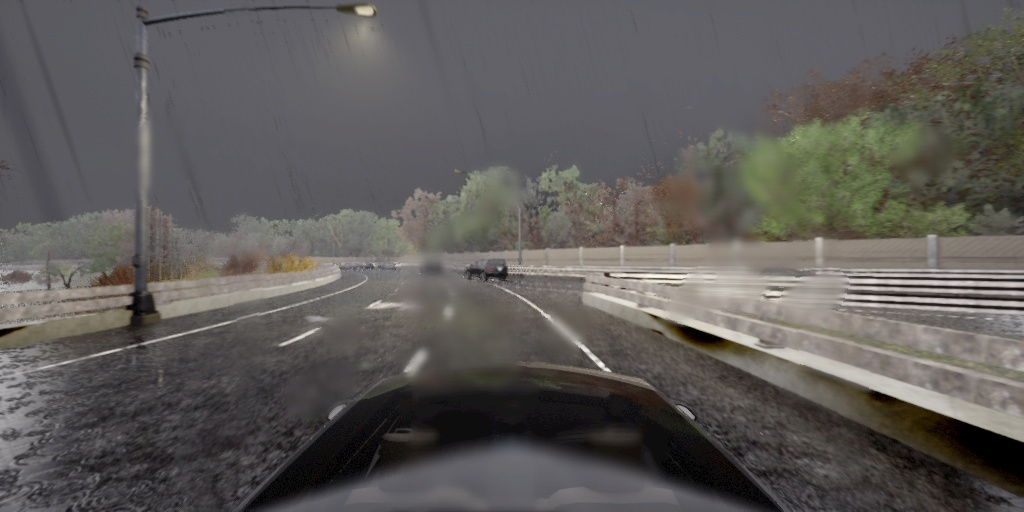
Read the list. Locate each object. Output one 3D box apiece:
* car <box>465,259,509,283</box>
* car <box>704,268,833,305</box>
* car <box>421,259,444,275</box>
[{"bbox_3d":[-2.371,1.261,32.860,2.150,2.045,5.566,0,0,-31],"label":"car"},{"bbox_3d":[11.561,1.339,16.579,4.892,1.490,1.837,-5,-3,42],"label":"car"},{"bbox_3d":[-11.191,1.500,50.335,2.150,2.045,5.566,0,-1,-25],"label":"car"}]
